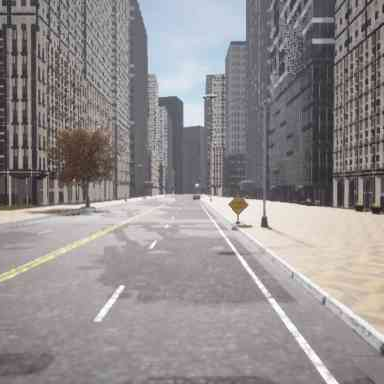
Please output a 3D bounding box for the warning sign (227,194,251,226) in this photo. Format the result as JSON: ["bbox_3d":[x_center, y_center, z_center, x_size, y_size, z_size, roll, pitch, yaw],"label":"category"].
[{"bbox_3d":[2.865,1.084,20.605,1.300,1.860,1.060,1,1,0],"label":"warning sign"}]

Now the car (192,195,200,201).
[{"bbox_3d":[1.138,1.491,86.631,1.882,1.535,5.008,0,0,0],"label":"car"}]
